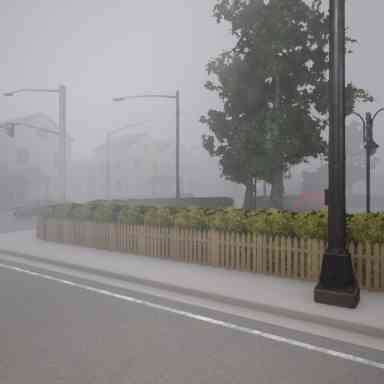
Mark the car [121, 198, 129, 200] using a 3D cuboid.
[{"bbox_3d":[-7.720,1.478,37.553,1.882,1.535,5.008,0,0,35],"label":"car"}]

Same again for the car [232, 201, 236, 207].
[{"bbox_3d":[4.854,1.563,49.154,1.994,1.385,4.181,0,0,35],"label":"car"}]

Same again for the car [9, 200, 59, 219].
[{"bbox_3d":[-13.428,1.491,29.345,2.128,1.511,4.902,0,0,35],"label":"car"}]

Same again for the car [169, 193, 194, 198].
[{"bbox_3d":[-1.761,1.218,46.109,2.150,2.045,5.566,0,0,35],"label":"car"}]
